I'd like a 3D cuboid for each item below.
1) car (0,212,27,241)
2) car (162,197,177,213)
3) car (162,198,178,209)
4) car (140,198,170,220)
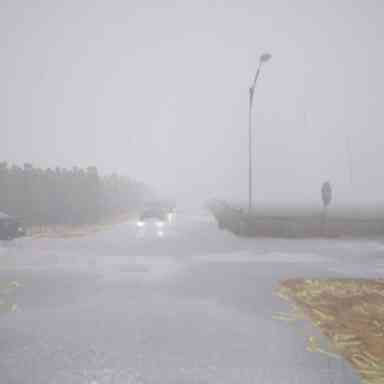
[{"bbox_3d":[-9.863,1.463,14.421,5.008,1.535,1.882,0,-1,3],"label":"car"},{"bbox_3d":[-3.146,1.402,37.066,2.097,1.767,4.553,0,0,0],"label":"car"},{"bbox_3d":[-3.111,1.582,47.981,1.837,1.490,4.892,0,0,1],"label":"car"},{"bbox_3d":[-3.161,1.507,27.731,1.837,1.490,4.892,0,0,0],"label":"car"}]
